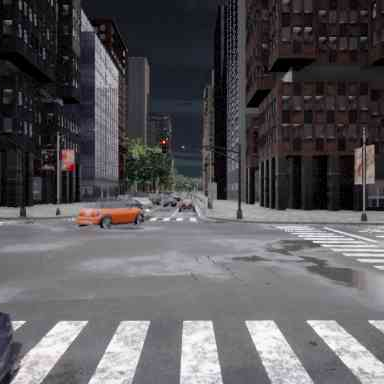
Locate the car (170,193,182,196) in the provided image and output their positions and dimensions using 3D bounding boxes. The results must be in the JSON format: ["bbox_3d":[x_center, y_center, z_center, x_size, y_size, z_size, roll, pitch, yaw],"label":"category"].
[{"bbox_3d":[-3.510,1.577,75.970,1.882,1.535,5.008,0,0,0],"label":"car"}]

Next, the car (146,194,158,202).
[{"bbox_3d":[-9.290,1.417,76.889,2.192,1.841,5.009,0,0,0],"label":"car"}]

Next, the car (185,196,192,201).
[{"bbox_3d":[-0.852,1.695,93.199,1.887,1.381,4.507,0,0,0],"label":"car"}]

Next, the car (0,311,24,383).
[{"bbox_3d":[-2.726,1.548,1.140,2.033,1.411,5.357,0,0,1],"label":"car"}]

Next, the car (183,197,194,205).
[{"bbox_3d":[-0.678,1.603,60.649,1.887,1.381,4.507,0,0,0],"label":"car"}]

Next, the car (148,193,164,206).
[{"bbox_3d":[-6.499,1.268,55.909,2.150,2.045,5.566,0,0,-1],"label":"car"}]

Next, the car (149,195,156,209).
[{"bbox_3d":[-6.455,1.548,45.266,1.812,1.442,4.674,0,0,0],"label":"car"}]

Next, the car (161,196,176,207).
[{"bbox_3d":[-3.290,1.638,51.934,1.895,1.301,4.718,0,0,0],"label":"car"}]

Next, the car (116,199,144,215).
[{"bbox_3d":[-6.402,1.547,35.040,2.033,1.411,5.357,0,0,0],"label":"car"}]

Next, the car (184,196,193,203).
[{"bbox_3d":[-0.736,1.612,71.669,1.752,1.417,4.829,0,0,0],"label":"car"}]

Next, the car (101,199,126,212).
[{"bbox_3d":[-9.088,1.574,38.907,1.947,1.339,4.313,0,0,0],"label":"car"}]

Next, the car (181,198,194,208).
[{"bbox_3d":[-0.620,1.614,49.799,1.802,1.307,4.206,0,0,0],"label":"car"}]

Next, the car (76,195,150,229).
[{"bbox_3d":[-5.069,1.299,21.304,2.097,1.767,4.553,1,0,29],"label":"car"}]

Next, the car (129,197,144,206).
[{"bbox_3d":[-9.173,1.570,55.015,1.752,1.417,4.829,0,0,0],"label":"car"}]

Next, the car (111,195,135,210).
[{"bbox_3d":[-9.118,1.335,44.334,2.192,1.841,5.009,0,0,0],"label":"car"}]

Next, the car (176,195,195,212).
[{"bbox_3d":[-0.563,1.448,38.950,1.967,1.590,4.097,0,0,0],"label":"car"}]
